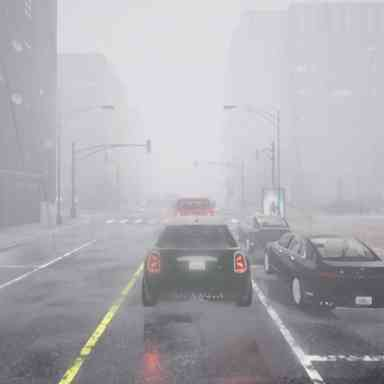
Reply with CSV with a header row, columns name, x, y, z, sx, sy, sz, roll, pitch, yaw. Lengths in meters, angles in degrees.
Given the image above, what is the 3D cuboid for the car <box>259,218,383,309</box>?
name,x,y,z,sx,sy,sz,roll,pitch,yaw
car,2.831,1.552,7.654,2.008,1.369,4.403,1,0,0

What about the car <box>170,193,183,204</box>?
name,x,y,z,sx,sy,sz,roll,pitch,yaw
car,-3.027,1.238,65.923,2.150,2.045,5.566,0,0,0

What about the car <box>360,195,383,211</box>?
name,x,y,z,sx,sy,sz,roll,pitch,yaw
car,19.290,1.222,38.198,5.009,1.841,2.192,0,0,0

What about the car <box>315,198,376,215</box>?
name,x,y,z,sx,sy,sz,roll,pitch,yaw
car,13.703,1.408,29.855,4.206,1.307,1.802,0,0,0

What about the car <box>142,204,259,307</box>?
name,x,y,z,sx,sy,sz,roll,pitch,yaw
car,0.101,1.353,8.152,2.097,1.767,4.553,0,0,0

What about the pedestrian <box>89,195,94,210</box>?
name,x,y,z,sx,sy,sz,roll,pitch,yaw
pedestrian,-12.529,1.342,41.381,0.375,1.860,0.375,0,0,0

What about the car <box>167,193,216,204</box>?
name,x,y,z,sx,sy,sz,roll,pitch,yaw
car,0.087,1.225,17.622,2.150,2.045,5.566,0,0,0

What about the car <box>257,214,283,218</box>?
name,x,y,z,sx,sy,sz,roll,pitch,yaw
car,2.830,1.553,13.224,2.008,1.369,4.403,1,0,0

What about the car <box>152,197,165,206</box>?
name,x,y,z,sx,sy,sz,roll,pitch,yaw
car,-5.680,1.558,57.028,1.887,1.381,4.507,1,0,0

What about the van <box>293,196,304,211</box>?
name,x,y,z,sx,sy,sz,roll,pitch,yaw
van,13.763,1.291,38.237,3.998,1.788,1.690,0,0,0

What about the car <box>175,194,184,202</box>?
name,x,y,z,sx,sy,sz,roll,pitch,yaw
car,-3.001,1.375,79.870,2.097,1.767,4.553,0,0,0

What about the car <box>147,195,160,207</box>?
name,x,y,z,sx,sy,sz,roll,pitch,yaw
car,-5.676,1.327,51.457,2.192,1.841,5.009,1,0,0

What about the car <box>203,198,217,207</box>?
name,x,y,z,sx,sy,sz,roll,pitch,yaw
car,2.700,1.577,51.417,1.947,1.339,4.313,1,0,0

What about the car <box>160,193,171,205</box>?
name,x,y,z,sx,sy,sz,roll,pitch,yaw
car,-3.048,1.233,48.423,2.150,2.045,5.566,0,0,-1

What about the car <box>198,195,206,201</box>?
name,x,y,z,sx,sy,sz,roll,pitch,yaw
car,2.700,1.569,90.414,1.887,1.381,4.507,1,0,0

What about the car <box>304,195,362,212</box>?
name,x,y,z,sx,sy,sz,roll,pitch,yaw
car,14.996,1.407,35.645,4.892,1.490,1.837,-1,-1,0

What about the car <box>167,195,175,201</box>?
name,x,y,z,sx,sy,sz,roll,pitch,yaw
car,-5.681,1.590,90.454,1.947,1.339,4.313,1,0,0

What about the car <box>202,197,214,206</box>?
name,x,y,z,sx,sy,sz,roll,pitch,yaw
car,2.700,1.595,56.988,1.802,1.307,4.206,1,0,0

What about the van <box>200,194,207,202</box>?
name,x,y,z,sx,sy,sz,roll,pitch,yaw
van,2.703,1.361,79.273,1.690,1.788,3.998,1,0,0
